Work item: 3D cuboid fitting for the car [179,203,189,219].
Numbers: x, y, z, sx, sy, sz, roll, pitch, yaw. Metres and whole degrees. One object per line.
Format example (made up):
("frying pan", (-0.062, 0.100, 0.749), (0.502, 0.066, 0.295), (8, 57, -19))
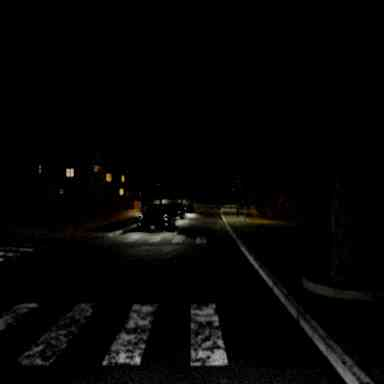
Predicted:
("car", (-1.673, 1.856, 33.318), (1.837, 1.490, 4.892), (0, -1, 4))

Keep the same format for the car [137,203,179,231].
("car", (-2.287, 1.567, 22.326), (2.097, 1.767, 4.553), (0, -1, 3))

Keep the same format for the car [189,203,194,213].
("car", (-0.798, 2.119, 44.526), (1.895, 1.301, 4.718), (0, -1, 5))
